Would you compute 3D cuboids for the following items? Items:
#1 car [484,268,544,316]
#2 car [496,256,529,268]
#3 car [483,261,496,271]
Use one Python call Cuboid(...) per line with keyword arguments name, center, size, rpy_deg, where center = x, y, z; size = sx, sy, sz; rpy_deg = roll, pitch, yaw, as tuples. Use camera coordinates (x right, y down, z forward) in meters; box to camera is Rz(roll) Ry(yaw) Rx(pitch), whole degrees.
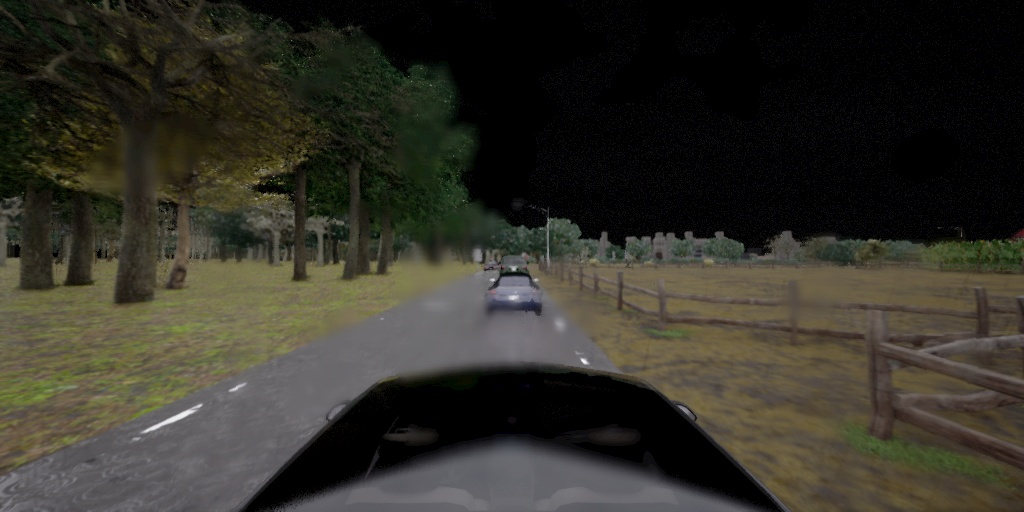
Cuboid(name="car", center=(0.104, 1.313, 13.479), size=(1.994, 1.385, 4.181), rpy_deg=(0, 0, 1))
Cuboid(name="car", center=(0.149, 0.992, 27.619), size=(2.150, 2.045, 5.566), rpy_deg=(0, 0, 1))
Cuboid(name="car", center=(-2.664, 1.394, 47.869), size=(1.994, 1.385, 4.181), rpy_deg=(0, 0, 1))
